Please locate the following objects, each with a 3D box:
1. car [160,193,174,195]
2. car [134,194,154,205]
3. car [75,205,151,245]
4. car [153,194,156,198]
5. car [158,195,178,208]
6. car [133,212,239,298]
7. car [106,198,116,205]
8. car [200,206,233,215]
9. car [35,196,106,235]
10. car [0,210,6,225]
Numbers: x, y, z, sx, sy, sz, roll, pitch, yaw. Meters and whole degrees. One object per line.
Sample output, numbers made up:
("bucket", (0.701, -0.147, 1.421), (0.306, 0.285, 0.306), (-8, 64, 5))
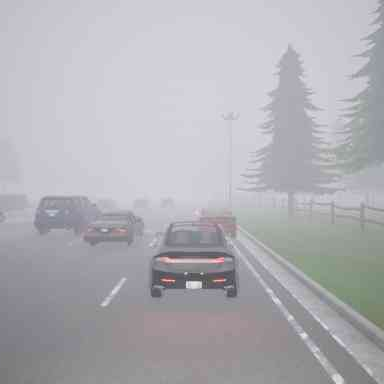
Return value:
("car", (-6.999, 1.225, 93.729), (2.150, 2.045, 5.566), (0, 0, 0))
("car", (-6.900, 1.477, 46.795), (1.882, 1.535, 5.008), (0, 0, 0))
("car", (-3.400, 1.547, 15.464), (2.033, 1.411, 5.357), (0, 0, 0))
("car", (-10.498, 1.355, 78.543), (2.097, 1.767, 4.553), (0, 0, 0))
("car", (-3.398, 1.505, 47.644), (1.837, 1.490, 4.892), (0, 0, 0))
("car", (0.052, 1.492, 8.529), (2.128, 1.511, 4.902), (0, 0, 0))
("car", (-10.399, 1.491, 39.925), (2.128, 1.511, 4.902), (0, 0, 0))
("car", (1.225, 1.478, 17.871), (1.882, 1.535, 5.008), (0, 0, 0))
("car", (-6.899, 1.221, 19.078), (2.150, 2.045, 5.566), (0, 0, 0))
("car", (-13.899, 1.491, 21.199), (2.128, 1.511, 4.902), (0, 0, 0))
